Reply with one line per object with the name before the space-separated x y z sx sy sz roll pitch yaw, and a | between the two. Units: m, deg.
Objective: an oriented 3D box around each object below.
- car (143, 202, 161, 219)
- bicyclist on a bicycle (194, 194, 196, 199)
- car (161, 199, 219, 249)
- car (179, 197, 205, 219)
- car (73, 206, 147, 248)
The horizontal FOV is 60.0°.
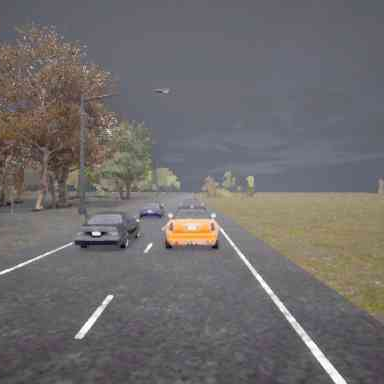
car | -3.500 1.578 29.651 1.994 1.385 4.181 0 0 0
bicyclist on a bicycle | 0.964 1.476 95.487 0.582 1.620 1.656 0 0 0
car | 0.000 1.368 14.621 2.097 1.767 4.553 0 0 0
car | 0.000 1.371 29.621 2.097 1.767 4.553 0 0 0
car | -3.500 1.565 14.651 2.033 1.411 5.357 0 0 0
